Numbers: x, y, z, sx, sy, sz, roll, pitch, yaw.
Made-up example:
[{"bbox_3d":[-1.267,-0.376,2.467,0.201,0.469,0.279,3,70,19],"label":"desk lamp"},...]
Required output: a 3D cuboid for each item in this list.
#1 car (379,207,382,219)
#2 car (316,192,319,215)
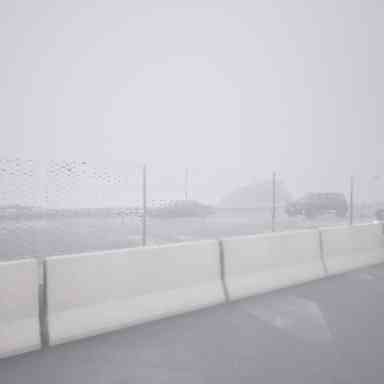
[{"bbox_3d":[16.388,1.374,25.964,4.674,1.442,1.812,0,1,-27],"label":"car"},{"bbox_3d":[10.039,1.022,26.572,5.566,2.045,2.150,0,0,-28],"label":"car"}]
